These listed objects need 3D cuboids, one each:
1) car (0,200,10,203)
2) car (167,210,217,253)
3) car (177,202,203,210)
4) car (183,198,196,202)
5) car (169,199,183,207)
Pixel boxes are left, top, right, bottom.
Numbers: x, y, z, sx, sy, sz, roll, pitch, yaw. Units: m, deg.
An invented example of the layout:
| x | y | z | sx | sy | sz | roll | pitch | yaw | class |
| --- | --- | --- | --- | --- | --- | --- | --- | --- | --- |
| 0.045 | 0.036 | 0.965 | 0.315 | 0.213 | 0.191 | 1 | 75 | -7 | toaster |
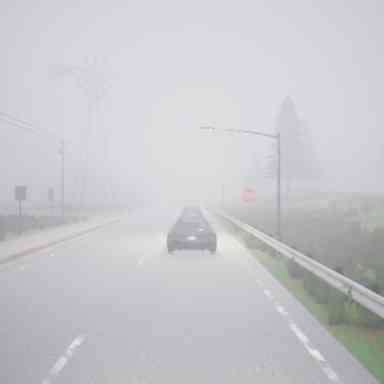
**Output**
| x | y | z | sx | sy | sz | roll | pitch | yaw | class |
| --- | --- | --- | --- | --- | --- | --- | --- | --- | --- |
| -32.327 | 2.060 | 56.738 | 1.784 | 1.438 | 3.905 | 0 | -1 | -1 | car |
| -0.004 | 1.701 | 14.321 | 1.994 | 1.385 | 4.181 | 0 | 0 | 0 | car |
| -0.009 | 1.843 | 29.277 | 1.994 | 1.385 | 4.181 | 0 | -1 | 0 | car |
| -0.813 | 2.083 | 78.162 | 2.128 | 1.511 | 4.902 | 0 | -1 | -29 | car |
| -3.541 | 2.127 | 66.718 | 2.128 | 1.511 | 4.902 | 0 | -1 | 0 | car |
